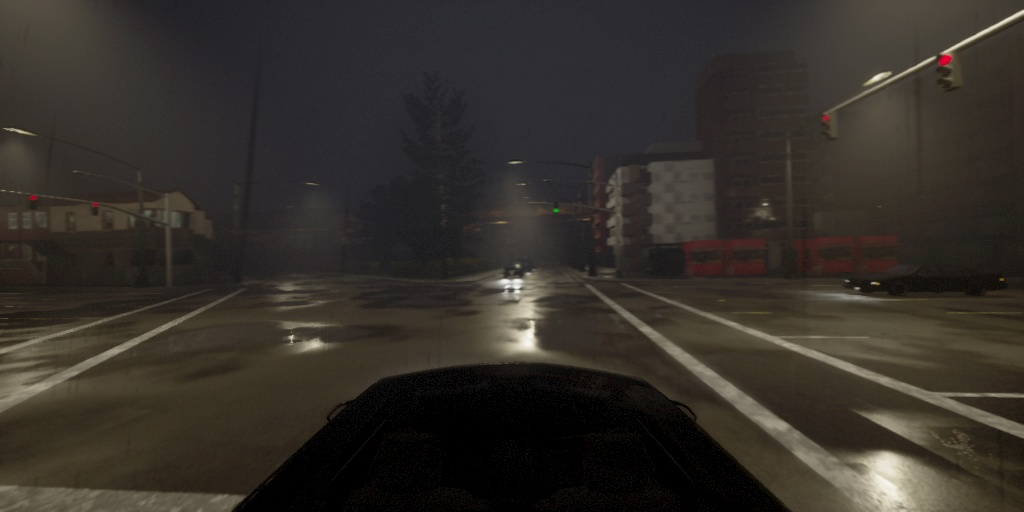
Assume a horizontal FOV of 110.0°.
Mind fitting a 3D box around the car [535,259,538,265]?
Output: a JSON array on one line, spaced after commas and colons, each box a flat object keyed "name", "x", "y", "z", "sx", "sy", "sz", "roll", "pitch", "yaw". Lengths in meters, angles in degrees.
[{"name": "car", "x": 2.925, "y": 1.447, "z": 61.620, "sx": 1.882, "sy": 1.535, "sz": 5.008, "roll": -1, "pitch": 1, "yaw": 7}]

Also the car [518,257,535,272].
[{"name": "car", "x": 1.650, "y": 1.160, "z": 49.589, "sx": 2.150, "sy": 2.045, "sz": 5.566, "roll": -1, "pitch": 0, "yaw": 6}]

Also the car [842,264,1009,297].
[{"name": "car", "x": 18.367, "y": 1.050, "z": 16.103, "sx": 5.357, "sy": 1.411, "sz": 2.033, "roll": -1, "pitch": 0, "yaw": 6}]

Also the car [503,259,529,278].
[{"name": "car", "x": 0.263, "y": 1.400, "z": 36.593, "sx": 2.128, "sy": 1.511, "sz": 4.902, "roll": -1, "pitch": 0, "yaw": 6}]
